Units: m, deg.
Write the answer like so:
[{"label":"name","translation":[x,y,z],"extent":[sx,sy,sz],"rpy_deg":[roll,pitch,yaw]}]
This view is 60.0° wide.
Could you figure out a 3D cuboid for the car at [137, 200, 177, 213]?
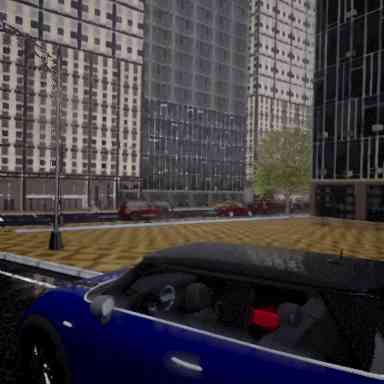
[{"label":"car","translation":[-4.292,1.769,40.764],"extent":[4.403,1.369,2.008],"rpy_deg":[1,1,-34]}]

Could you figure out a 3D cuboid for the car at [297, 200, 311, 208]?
[{"label":"car","translation":[19.098,1.998,56.775],"extent":[4.313,1.339,1.947],"rpy_deg":[1,1,-34]}]

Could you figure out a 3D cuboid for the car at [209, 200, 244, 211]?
[{"label":"car","translation":[4.924,1.828,47.071],"extent":[4.829,1.417,1.752],"rpy_deg":[1,1,-34]}]

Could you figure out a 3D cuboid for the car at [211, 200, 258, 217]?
[{"label":"car","translation":[4.835,1.999,37.464],"extent":[4.507,1.381,1.887],"rpy_deg":[1,1,-34]}]

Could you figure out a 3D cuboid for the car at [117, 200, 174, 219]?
[{"label":"car","translation":[-4.515,1.685,31.056],"extent":[5.009,1.841,2.192],"rpy_deg":[1,1,-34]}]

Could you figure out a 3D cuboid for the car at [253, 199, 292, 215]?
[{"label":"car","translation":[9.518,1.812,40.662],"extent":[5.009,1.841,2.192],"rpy_deg":[1,1,-34]}]

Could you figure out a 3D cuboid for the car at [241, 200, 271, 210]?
[{"label":"car","translation":[9.742,1.912,50.370],"extent":[4.313,1.339,1.947],"rpy_deg":[1,1,-34]}]

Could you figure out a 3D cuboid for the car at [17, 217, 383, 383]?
[{"label":"car","translation":[0.095,1.355,3.617],"extent":[4.553,1.767,2.097],"rpy_deg":[0,0,35]}]

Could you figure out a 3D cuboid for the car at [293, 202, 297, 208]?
[{"label":"car","translation":[14.419,1.971,53.573],"extent":[4.206,1.307,1.802],"rpy_deg":[1,1,-34]}]
